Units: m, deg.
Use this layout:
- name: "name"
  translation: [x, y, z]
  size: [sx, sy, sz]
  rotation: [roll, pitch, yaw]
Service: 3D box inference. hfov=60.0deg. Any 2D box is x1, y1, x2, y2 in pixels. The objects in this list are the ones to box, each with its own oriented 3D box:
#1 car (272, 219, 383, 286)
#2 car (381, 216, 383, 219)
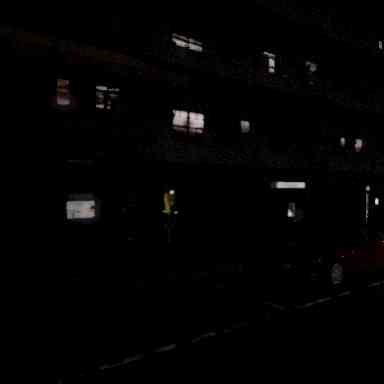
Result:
- name: "car"
  translation: [4.215, 1.626, 9.572]
  size: [4.507, 1.381, 1.887]
  rotation: [1, -1, -35]
- name: "car"
  translation: [8.827, 1.447, 12.861]
  size: [5.009, 1.841, 2.192]
  rotation: [1, -1, -35]
